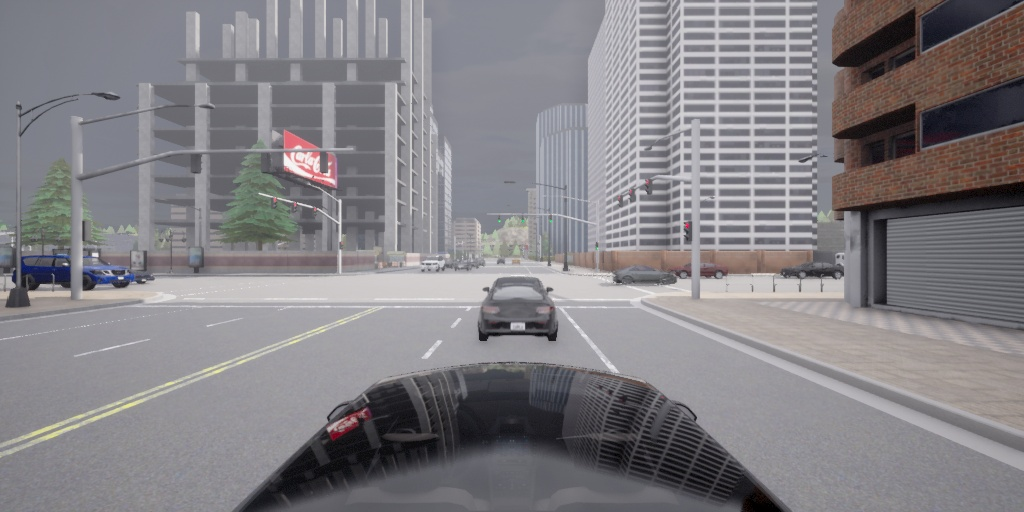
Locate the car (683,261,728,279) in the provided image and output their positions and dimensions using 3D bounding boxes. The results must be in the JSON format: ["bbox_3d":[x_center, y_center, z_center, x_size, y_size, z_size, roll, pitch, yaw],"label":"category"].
[{"bbox_3d":[16.456,1.228,31.896,5.008,1.535,1.882,0,0,0],"label":"car"}]

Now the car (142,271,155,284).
[{"bbox_3d":[-28.290,1.297,24.977,5.357,1.411,2.033,0,0,0],"label":"car"}]

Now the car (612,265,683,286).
[{"bbox_3d":[9.070,1.314,24.742,4.181,1.385,1.994,0,0,0],"label":"car"}]

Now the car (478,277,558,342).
[{"bbox_3d":[0.159,1.276,9.682,1.812,1.442,4.674,0,0,1],"label":"car"}]

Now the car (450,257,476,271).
[{"bbox_3d":[-6.572,1.241,48.541,2.128,1.511,4.902,0,0,1],"label":"car"}]

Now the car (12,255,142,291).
[{"bbox_3d":[-26.159,0.971,21.468,5.566,2.045,2.150,0,0,1],"label":"car"}]

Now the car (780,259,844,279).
[{"bbox_3d":[26.649,1.228,31.820,5.008,1.535,1.882,0,0,0],"label":"car"}]

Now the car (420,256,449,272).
[{"bbox_3d":[-10.091,0.971,46.185,2.150,2.045,5.566,0,0,1],"label":"car"}]

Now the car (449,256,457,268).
[{"bbox_3d":[-9.978,1.102,55.655,2.097,1.767,4.553,0,0,1],"label":"car"}]

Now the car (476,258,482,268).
[{"bbox_3d":[-6.453,1.314,58.511,1.994,1.385,4.181,0,0,0],"label":"car"}]
